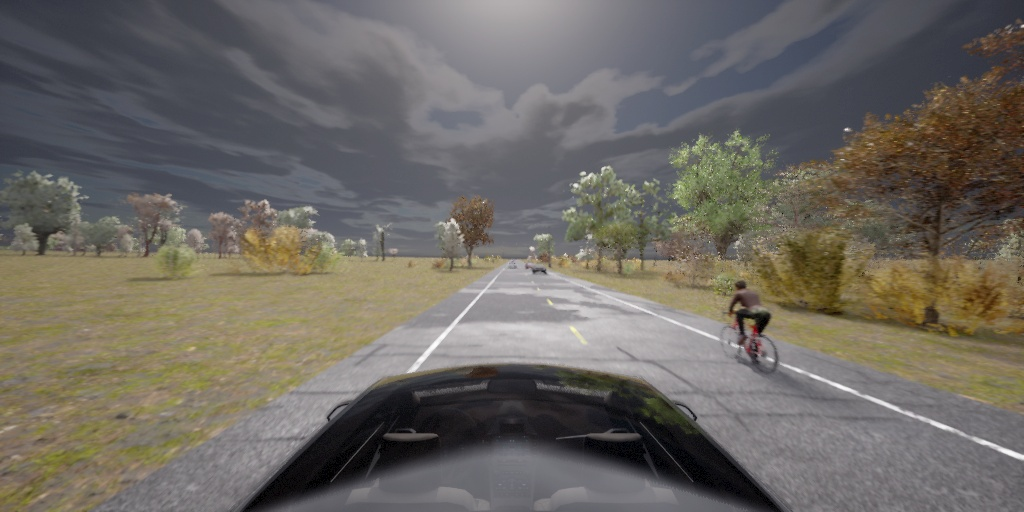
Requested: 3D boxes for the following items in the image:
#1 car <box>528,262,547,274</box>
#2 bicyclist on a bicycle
[{"bbox_3d":[3.679,1.798,49.667,1.895,1.301,4.718,1,0,0],"label":"car"},{"bbox_3d":[4.455,1.292,6.835,0.582,1.620,1.656,1,-1,0],"label":"bicyclist on a bicycle"}]
